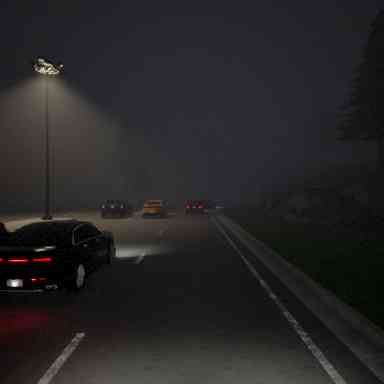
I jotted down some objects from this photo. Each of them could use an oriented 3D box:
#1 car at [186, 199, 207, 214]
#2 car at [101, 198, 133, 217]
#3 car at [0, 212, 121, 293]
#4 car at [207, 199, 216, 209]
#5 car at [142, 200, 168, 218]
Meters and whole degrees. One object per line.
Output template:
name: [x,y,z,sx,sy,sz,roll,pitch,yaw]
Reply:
car: [0.334,1.547,35.218,2.033,1.411,5.357,0,0,3]
car: [-6.832,1.351,30.867,2.097,1.767,4.553,0,0,1]
car: [-3.400,1.505,8.816,1.837,1.490,4.892,0,0,0]
car: [1.935,1.564,44.474,1.994,1.385,4.181,0,0,14]
car: [-3.340,1.477,30.613,1.882,1.535,5.008,0,0,1]
